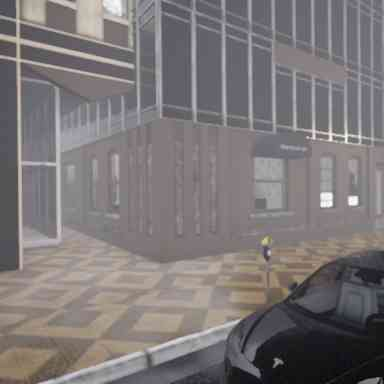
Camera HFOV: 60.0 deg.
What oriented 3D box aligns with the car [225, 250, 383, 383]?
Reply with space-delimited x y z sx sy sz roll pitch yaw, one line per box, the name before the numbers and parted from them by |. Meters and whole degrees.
car | 2.380 1.514 4.129 4.313 1.339 1.947 -1 1 -36
